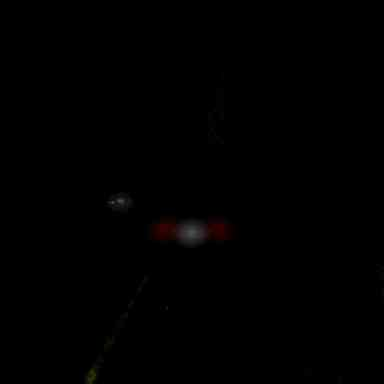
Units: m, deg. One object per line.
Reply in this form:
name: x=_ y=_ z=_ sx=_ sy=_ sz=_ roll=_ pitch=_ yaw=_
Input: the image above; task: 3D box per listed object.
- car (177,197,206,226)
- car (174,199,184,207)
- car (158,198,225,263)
car: x=0.004 y=1.503 z=27.589 sx=2.150 sy=2.045 sz=5.566 roll=0 pitch=0 yaw=0
car: x=-2.535 y=2.186 z=65.374 sx=1.837 sy=1.490 sz=4.892 roll=0 pitch=-1 yaw=0
car: x=0.009 y=1.350 z=12.601 sx=2.150 sy=2.045 sz=5.566 roll=0 pitch=0 yaw=0
